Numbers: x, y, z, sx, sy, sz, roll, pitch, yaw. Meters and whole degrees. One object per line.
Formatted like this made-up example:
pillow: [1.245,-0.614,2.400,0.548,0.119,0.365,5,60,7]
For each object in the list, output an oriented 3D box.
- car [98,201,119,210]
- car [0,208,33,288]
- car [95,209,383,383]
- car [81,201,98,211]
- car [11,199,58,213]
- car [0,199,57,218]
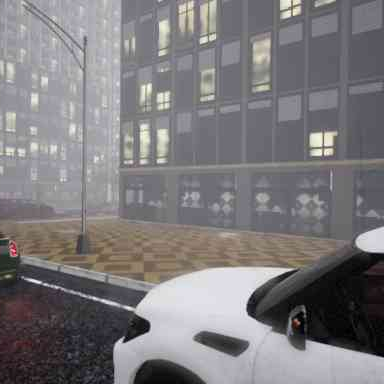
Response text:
car: [-8.337,1.823,39.387,1.752,1.417,4.829,1,0,36]
car: [-6.157,1.346,8.049,4.553,1.767,2.097,0,0,35]
car: [1.919,1.222,2.313,5.566,2.045,2.150,0,0,36]
car: [-12.167,1.816,43.937,1.895,1.301,4.718,1,0,36]
car: [-18.632,1.634,39.533,1.752,1.417,4.829,1,0,36]
car: [-15.119,1.512,30.164,2.192,1.841,5.009,1,0,36]
